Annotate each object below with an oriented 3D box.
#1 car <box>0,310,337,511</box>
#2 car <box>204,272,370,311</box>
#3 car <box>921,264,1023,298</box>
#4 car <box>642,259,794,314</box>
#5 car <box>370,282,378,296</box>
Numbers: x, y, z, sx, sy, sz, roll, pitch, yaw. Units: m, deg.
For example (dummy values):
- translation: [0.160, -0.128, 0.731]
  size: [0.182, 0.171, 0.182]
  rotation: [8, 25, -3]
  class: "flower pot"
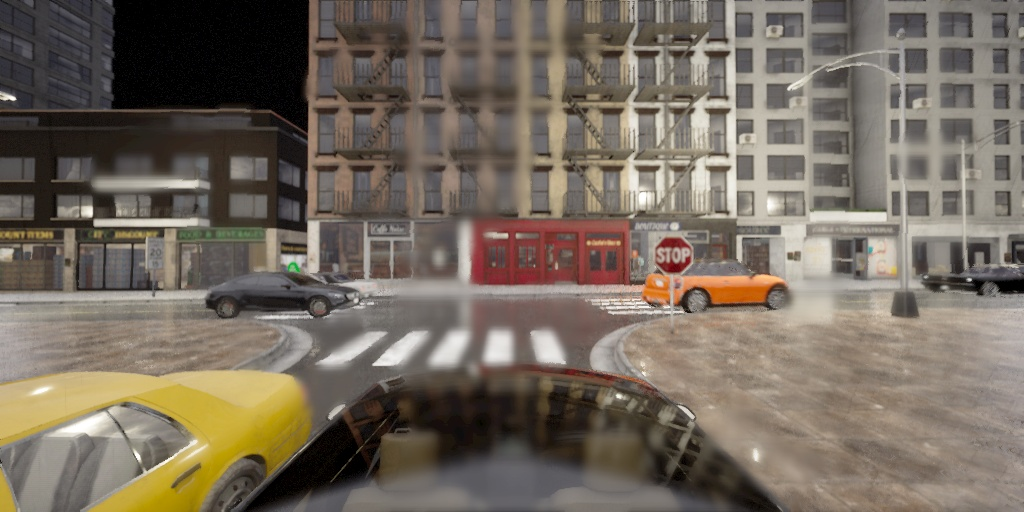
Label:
- translation: [-2.636, 1.278, 1.179]
  size: [1.751, 1.417, 4.829]
  rotation: [0, 0, 0]
  class: "car"
- translation: [-7.554, 1.254, 12.009]
  size: [4.674, 1.442, 1.812]
  rotation: [0, -1, 0]
  class: "car"
- translation: [20.402, 1.022, 15.051]
  size: [4.718, 1.301, 1.895]
  rotation: [-1, -1, 0]
  class: "car"
- translation: [6.796, 0.886, 11.926]
  size: [4.553, 1.767, 2.097]
  rotation: [0, -1, -13]
  class: "car"
- translation: [-8.263, 1.378, 14.954]
  size: [4.718, 1.301, 1.895]
  rotation: [-1, -1, 0]
  class: "car"
